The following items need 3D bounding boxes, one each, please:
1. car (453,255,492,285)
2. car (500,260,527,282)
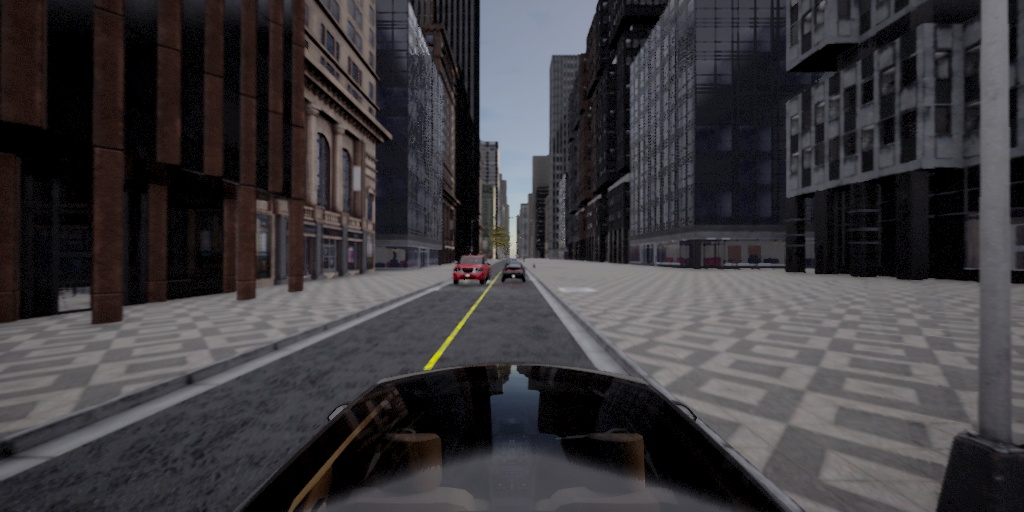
[{"bbox_3d":[-2.929,0.932,26.445,2.150,2.045,5.566,0,0,0],"label":"car"},{"bbox_3d":[0.139,1.234,28.876,1.837,1.490,4.892,0,0,1],"label":"car"}]
